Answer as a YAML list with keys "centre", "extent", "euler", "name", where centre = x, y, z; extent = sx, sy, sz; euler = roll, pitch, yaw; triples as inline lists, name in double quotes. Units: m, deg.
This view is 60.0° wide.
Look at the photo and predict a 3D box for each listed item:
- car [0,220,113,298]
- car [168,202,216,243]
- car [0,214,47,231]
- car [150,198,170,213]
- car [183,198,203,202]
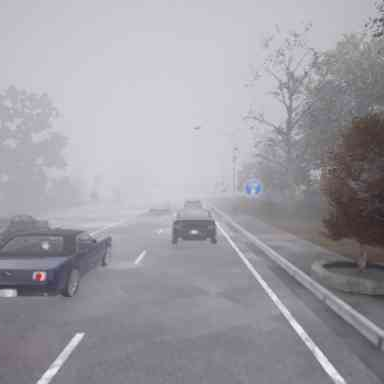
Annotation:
- centre: [-3.406, 1.592, 8.414]
  extent: [1.895, 1.301, 4.718]
  euler: [0, 0, 0]
  name: "car"
- centre: [0.091, 1.452, 15.856]
  extent: [1.882, 1.535, 5.008]
  euler: [0, 0, 0]
  name: "car"
- centre: [-7.107, 1.531, 12.399]
  extent: [2.033, 1.411, 5.357]
  euler: [0, 0, 0]
  name: "car"
- centre: [-3.415, 1.394, 35.587]
  extent: [1.812, 1.442, 4.674]
  euler: [0, 0, 0]
  name: "car"
- centre: [0.085, 1.361, 35.486]
  extent: [2.128, 1.511, 4.902]
  euler: [0, 0, 0]
  name: "car"
